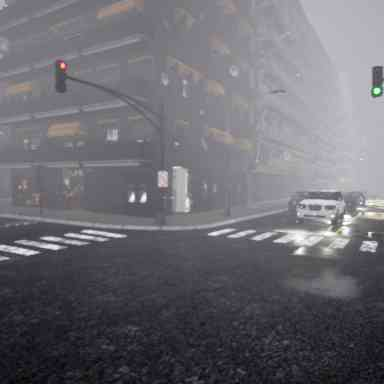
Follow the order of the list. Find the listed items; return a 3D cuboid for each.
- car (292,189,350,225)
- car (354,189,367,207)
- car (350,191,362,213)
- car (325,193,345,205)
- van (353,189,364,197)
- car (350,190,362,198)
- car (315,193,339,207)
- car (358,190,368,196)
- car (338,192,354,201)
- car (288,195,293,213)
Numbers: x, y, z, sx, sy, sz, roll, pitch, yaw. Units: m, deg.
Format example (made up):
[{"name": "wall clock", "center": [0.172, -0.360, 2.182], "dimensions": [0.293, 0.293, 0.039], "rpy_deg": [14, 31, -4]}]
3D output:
[{"name": "car", "center": [8.333, 0.836, 21.103], "dimensions": [2.150, 2.045, 5.566], "rpy_deg": [2, 2, 31]}, {"name": "car", "center": [18.704, 0.715, 38.218], "dimensions": [2.097, 1.767, 4.553], "rpy_deg": [2, 2, 31]}, {"name": "car", "center": [13.485, 0.981, 29.618], "dimensions": [2.128, 1.511, 4.902], "rpy_deg": [2, 2, 31]}, {"name": "car", "center": [18.233, 0.842, 42.253], "dimensions": [1.802, 1.307, 4.206], "rpy_deg": [1, 1, 31]}, {"name": "van", "center": [35.432, 0.177, 70.671], "dimensions": [1.690, 1.788, 3.998], "rpy_deg": [1, 1, 31]}, {"name": "car", "center": [32.477, 0.435, 65.791], "dimensions": [1.752, 1.417, 4.829], "rpy_deg": [1, 1, 31]}, {"name": "car", "center": [15.279, 0.857, 37.369], "dimensions": [1.752, 1.417, 4.829], "rpy_deg": [1, 1, 31]}, {"name": "car", "center": [41.163, 0.275, 80.149], "dimensions": [1.802, 1.307, 4.206], "rpy_deg": [1, 1, 31]}, {"name": "car", "center": [23.966, 0.701, 51.726], "dimensions": [1.802, 1.307, 4.206], "rpy_deg": [1, 1, 31]}, {"name": "car", "center": [9.636, 0.784, 28.037], "dimensions": [2.192, 1.841, 5.009], "rpy_deg": [1, 1, 31]}]
